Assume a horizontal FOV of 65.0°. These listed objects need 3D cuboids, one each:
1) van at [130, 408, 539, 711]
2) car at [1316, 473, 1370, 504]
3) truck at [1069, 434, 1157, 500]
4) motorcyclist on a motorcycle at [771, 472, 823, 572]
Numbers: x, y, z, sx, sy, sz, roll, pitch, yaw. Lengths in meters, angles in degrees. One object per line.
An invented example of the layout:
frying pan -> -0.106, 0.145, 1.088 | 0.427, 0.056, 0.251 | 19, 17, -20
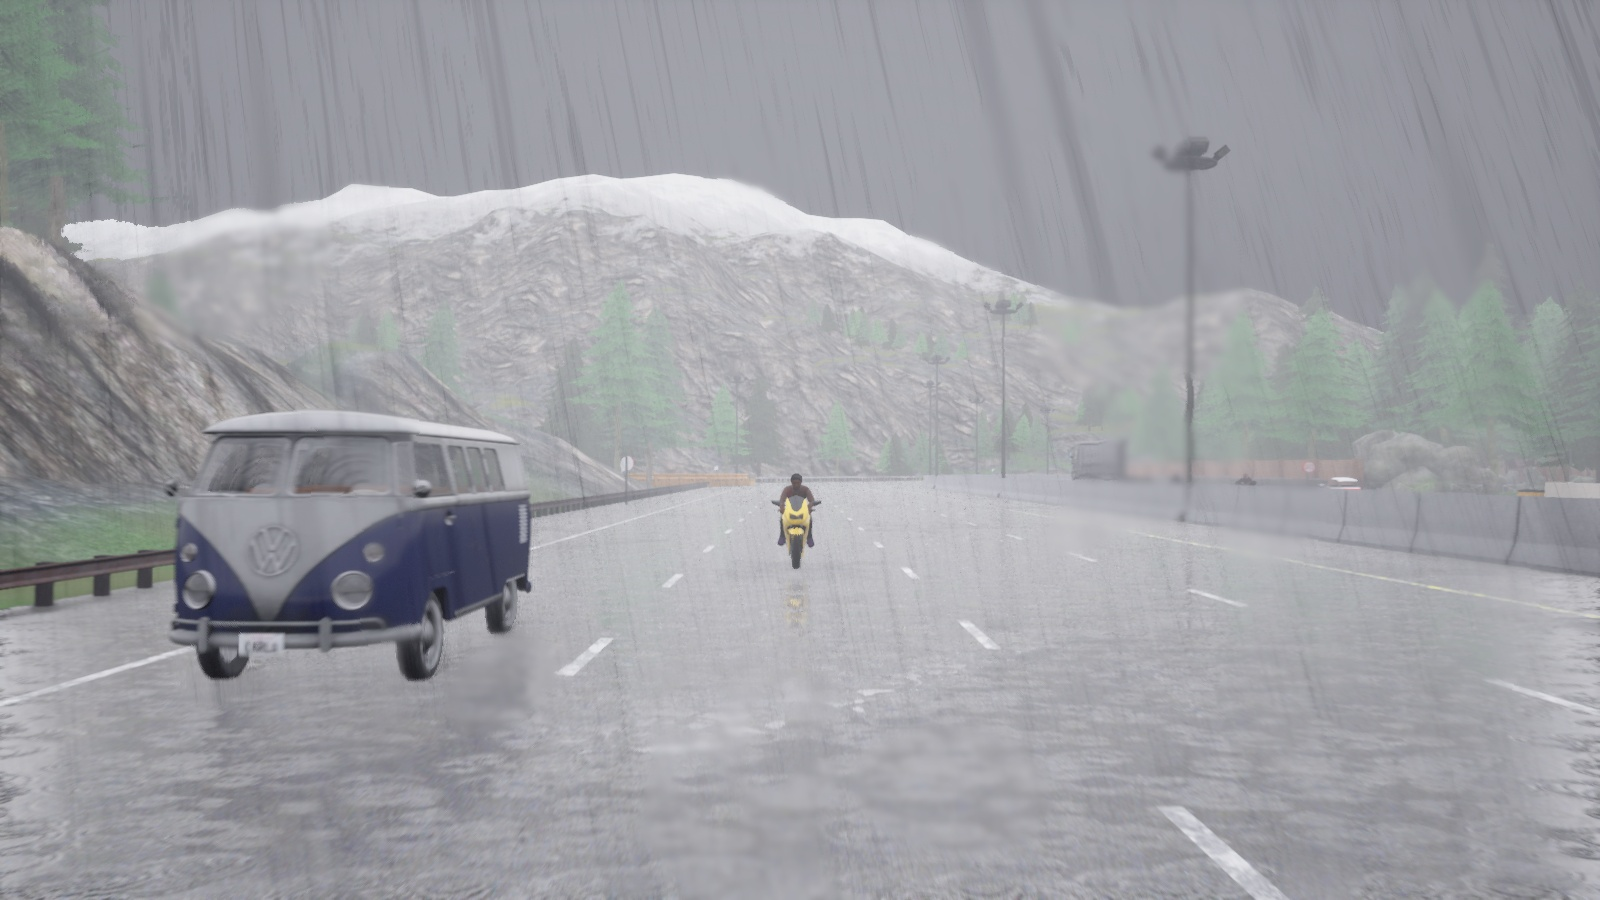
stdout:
van -> -3.526, 0.757, 10.489 | 1.775, 1.987, 4.442 | 0, -1, 0
car -> 24.364, 1.716, 56.420 | 1.481, 1.376, 2.207 | 0, 0, 0
truck -> 17.327, 0.935, 69.991 | 2.891, 3.462, 7.936 | 0, -1, 0
motorcyclist on a motorcycle -> -0.050, 1.138, 20.443 | 0.797, 1.523, 2.044 | 0, 0, 0
